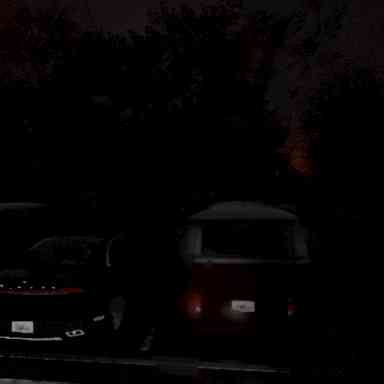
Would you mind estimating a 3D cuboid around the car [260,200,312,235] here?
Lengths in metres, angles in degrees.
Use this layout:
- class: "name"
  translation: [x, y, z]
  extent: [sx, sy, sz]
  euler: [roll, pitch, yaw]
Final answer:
- class: "car"
  translation: [5.143, 1.320, 18.975]
  extent: [2.097, 1.535, 5.008]
  euler: [0, 0, 7]

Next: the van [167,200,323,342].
- class: "van"
  translation: [0.916, 1.195, 6.434]
  extent: [1.878, 1.987, 4.442]
  euler: [0, 0, 7]

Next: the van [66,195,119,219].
- class: "van"
  translation: [-5.906, 1.186, 20.439]
  extent: [1.878, 1.987, 4.442]
  euler: [-1, 0, 7]

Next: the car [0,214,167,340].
- class: "car"
  translation: [-1.879, 1.447, 6.651]
  extent: [2.231, 1.521, 4.892]
  euler: [0, 0, 7]

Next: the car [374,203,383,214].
- class: "car"
  translation: [10.677, 1.303, 18.340]
  extent: [2.163, 1.488, 4.792]
  euler: [0, 0, 7]

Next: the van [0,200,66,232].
- class: "van"
  translation: [-4.678, 1.244, 6.879]
  extent: [1.878, 1.987, 4.442]
  euler: [0, 0, 7]

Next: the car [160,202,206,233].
- class: "car"
  translation: [-0.387, 1.406, 19.649]
  extent: [2.002, 1.452, 4.674]
  euler: [0, 0, 7]

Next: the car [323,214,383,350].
- class: "car"
  translation: [3.686, 1.399, 5.977]
  extent: [2.097, 1.535, 5.008]
  euler: [0, 0, 7]

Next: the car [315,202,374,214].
- class: "car"
  translation: [7.905, 1.327, 18.617]
  extent: [2.163, 1.488, 4.792]
  euler: [0, 0, 7]

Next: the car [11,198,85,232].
- class: "car"
  translation: [-8.683, 1.313, 20.631]
  extent: [2.185, 1.767, 4.553]
  euler: [-1, 0, 7]
